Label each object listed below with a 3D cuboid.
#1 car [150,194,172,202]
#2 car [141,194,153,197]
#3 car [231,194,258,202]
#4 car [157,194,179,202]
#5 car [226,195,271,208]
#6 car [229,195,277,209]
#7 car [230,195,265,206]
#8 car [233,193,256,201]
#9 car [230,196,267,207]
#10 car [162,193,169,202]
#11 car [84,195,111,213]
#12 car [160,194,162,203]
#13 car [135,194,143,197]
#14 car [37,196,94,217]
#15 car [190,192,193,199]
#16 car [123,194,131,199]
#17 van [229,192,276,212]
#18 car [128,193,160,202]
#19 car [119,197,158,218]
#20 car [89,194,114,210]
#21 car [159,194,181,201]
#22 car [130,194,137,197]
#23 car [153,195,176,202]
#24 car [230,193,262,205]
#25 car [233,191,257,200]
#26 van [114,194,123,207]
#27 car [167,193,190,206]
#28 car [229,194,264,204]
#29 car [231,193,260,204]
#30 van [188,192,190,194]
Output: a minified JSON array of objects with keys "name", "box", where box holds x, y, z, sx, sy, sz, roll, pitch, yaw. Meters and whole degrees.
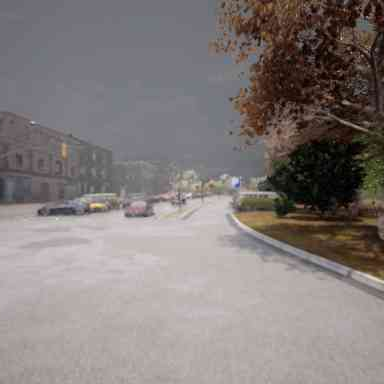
[{"name":"car","box":[-6.842,1.321,73.620,4.553,1.767,2.185,-2,0,-11]},{"name":"car","box":[-9.469,1.499,55.680,4.674,1.452,2.002,-2,0,-13]},{"name":"car","box":[10.572,1.217,66.945,4.792,1.488,2.163,0,0,-11]},{"name":"car","box":[-5.871,1.441,79.581,5.008,1.535,2.097,-2,-1,-10]},{"name":"car","box":[7.339,1.210,43.388,5.366,1.575,1.946,0,0,-14]},{"name":"car","box":[7.397,1.212,40.537,5.366,1.575,1.946,0,0,-14]},{"name":"car","box":[8.163,1.248,49.325,4.674,1.452,2.002,0,0,-13]},{"name":"car","box":[11.926,1.048,75.708,4.553,1.767,2.185,0,0,-10]},{"name":"car","box":[7.831,1.251,46.383,4.674,1.452,2.002,0,0,-13]},{"name":"car","box":[-7.800,1.452,67.650,5.008,1.535,2.097,-2,0,-12]},{"name":"car","box":[-11.525,1.453,34.707,5.366,1.575,1.946,-2,0,-15]},{"name":"car","box":[-8.681,1.456,61.677,5.008,1.535,2.097,-2,0,-12]},{"name":"car","box":[-10.201,1.501,49.687,4.674,1.452,2.002,-2,0,-14]},{"name":"car","box":[-12.127,1.499,31.706,4.792,1.488,2.163,-1,0,-16]},{"name":"car","box":[-3.204,1.419,94.402,5.008,1.535,2.097,-2,-1,-10]},{"name":"car","box":[-10.863,1.463,43.680,4.892,1.521,2.231,-2,0,-14]},{"name":"van","box":[6.558,0.992,34.562,4.442,1.987,1.878,0,0,-15]},{"name":"car","box":[-9.064,1.206,58.693,5.566,2.045,2.435,-2,0,-13]},{"name":"car","box":[-4.408,1.443,28.340,1.812,1.442,4.674,-1,1,4]},{"name":"car","box":[-11.473,1.337,37.660,4.553,1.767,2.185,-2,0,-15]},{"name":"car","box":[-5.524,1.439,82.509,5.366,1.575,1.946,-2,0,-10]},{"name":"car","box":[-10.531,1.501,46.681,4.674,1.452,2.002,-2,0,-14]},{"name":"car","box":[-6.357,1.445,76.601,4.892,1.521,2.231,-2,0,-11]},{"name":"car","box":[8.487,1.080,52.260,4.553,1.767,2.185,0,0,-13]},{"name":"car","box":[13.518,0.907,84.496,5.566,2.045,2.435,0,0,-10]},{"name":"van","box":[-11.051,1.233,40.707,4.442,1.987,1.878,-2,0,-15]},{"name":"car","box":[-2.049,1.362,52.328,2.128,1.511,4.902,-1,0,7]},{"name":"car","box":[9.068,1.199,55.246,5.366,1.575,1.946,0,0,-12]},{"name":"car","box":[9.305,1.073,58.141,4.553,1.767,2.185,0,0,-12]},{"name":"van","box":[-3.634,1.195,91.467,4.442,1.987,1.878,-2,-1,-10]}]
